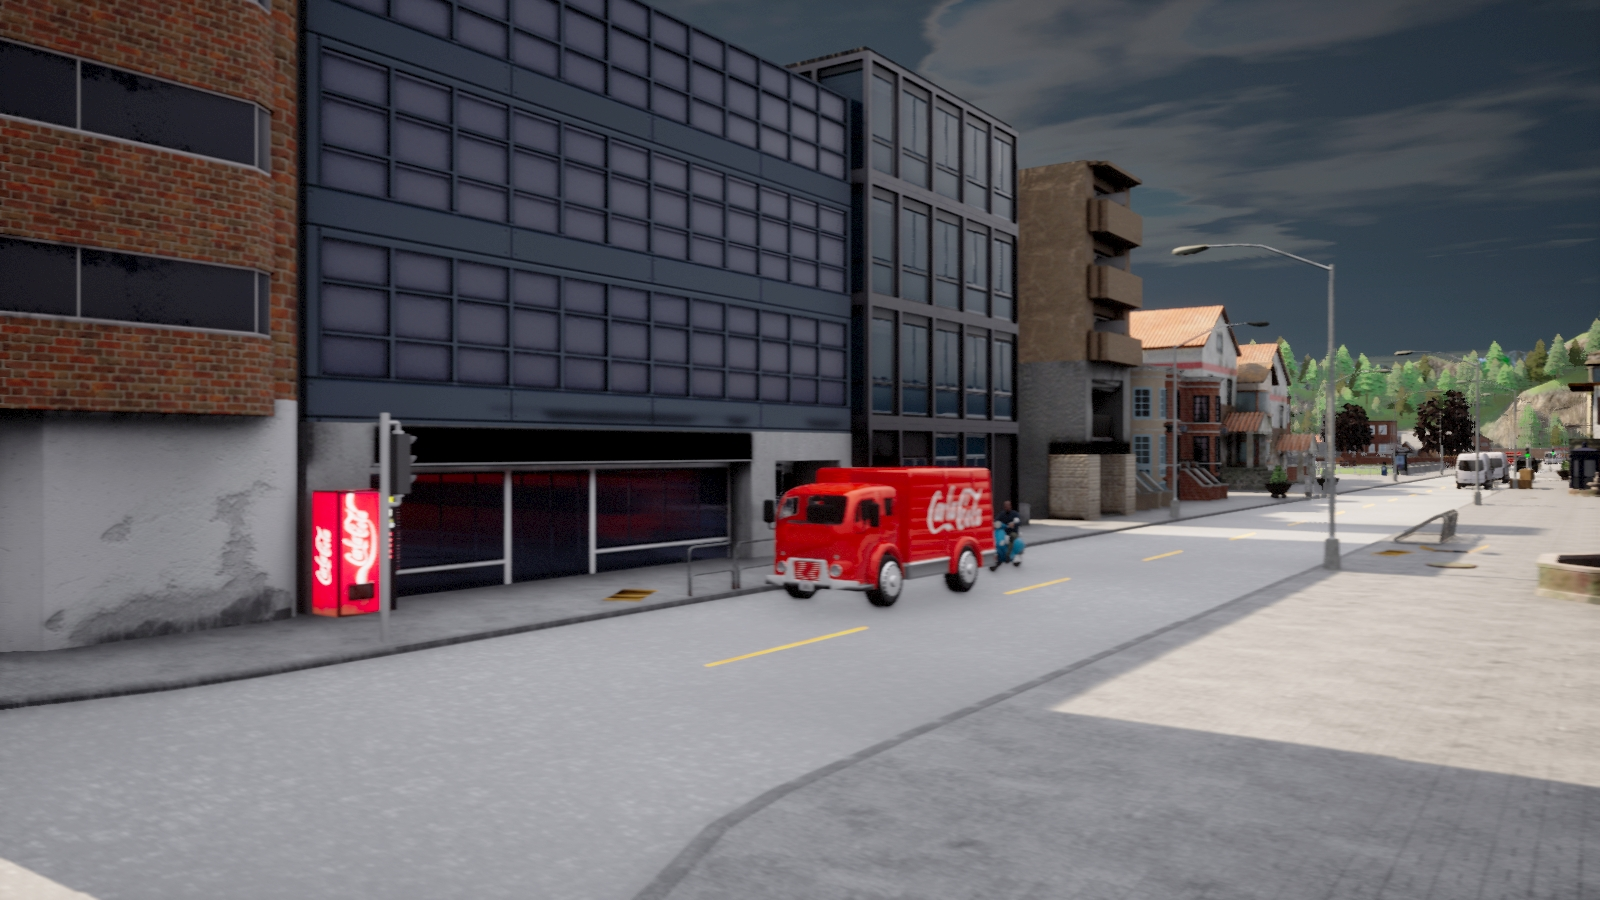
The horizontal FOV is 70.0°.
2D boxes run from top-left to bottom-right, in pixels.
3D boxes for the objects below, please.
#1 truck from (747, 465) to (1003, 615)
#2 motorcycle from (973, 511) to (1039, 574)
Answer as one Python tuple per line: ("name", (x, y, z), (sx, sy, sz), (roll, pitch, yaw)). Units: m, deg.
("truck", (1.617, 1.568, 22.242), (2.627, 2.467, 5.204), (0, 0, 35))
("motorcycle", (4.852, 2.142, 26.864), (0.856, 1.316, 1.805), (0, 0, 35))
